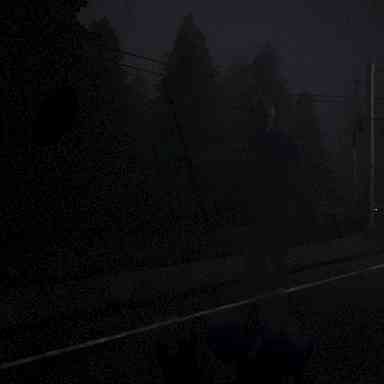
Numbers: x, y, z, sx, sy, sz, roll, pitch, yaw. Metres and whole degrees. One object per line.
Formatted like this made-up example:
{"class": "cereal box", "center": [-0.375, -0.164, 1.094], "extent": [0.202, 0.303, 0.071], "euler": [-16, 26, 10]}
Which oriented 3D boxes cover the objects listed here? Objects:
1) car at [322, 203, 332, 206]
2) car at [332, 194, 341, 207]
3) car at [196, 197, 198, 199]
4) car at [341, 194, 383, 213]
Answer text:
{"class": "car", "center": [15.245, 1.551, 43.883], "extent": [2.033, 1.411, 5.357], "euler": [0, 0, -27]}
{"class": "car", "center": [19.471, 1.226, 43.492], "extent": [2.150, 2.045, 5.566], "euler": [0, 0, -22]}
{"class": "car", "center": [-0.101, 1.604, 65.246], "extent": [4.718, 1.301, 1.895], "euler": [0, 0, 27]}
{"class": "car", "center": [18.049, 1.225, 34.024], "extent": [2.150, 2.045, 5.566], "euler": [0, 0, -6]}
